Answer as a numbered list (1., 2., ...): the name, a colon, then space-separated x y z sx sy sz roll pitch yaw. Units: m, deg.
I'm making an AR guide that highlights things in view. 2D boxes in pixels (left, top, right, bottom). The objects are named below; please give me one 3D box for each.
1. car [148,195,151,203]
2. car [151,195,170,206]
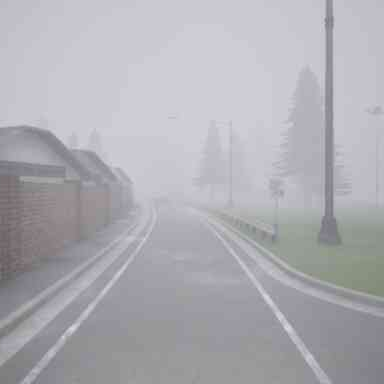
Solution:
1. car: -6.582 1.198 57.836 1.812 1.442 4.674 0 0 -15
2. car: -4.382 1.232 47.952 1.837 1.490 4.892 0 0 -12
